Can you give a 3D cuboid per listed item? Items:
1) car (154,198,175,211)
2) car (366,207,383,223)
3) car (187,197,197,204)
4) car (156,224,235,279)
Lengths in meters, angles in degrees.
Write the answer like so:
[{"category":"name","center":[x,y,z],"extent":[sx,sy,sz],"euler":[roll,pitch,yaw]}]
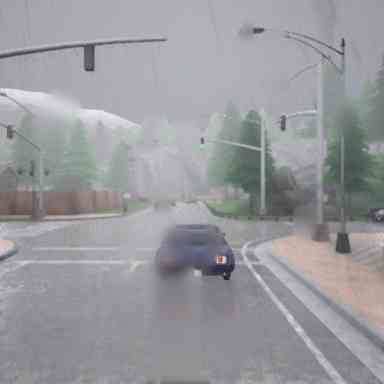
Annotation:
[{"category":"car","center":[-3.599,1.557,41.600],"extent":[2.033,1.411,5.357],"euler":[0,0,0]},{"category":"car","center":[14.828,1.373,23.522],"extent":[4.553,1.767,2.097],"euler":[0,0,-1]},{"category":"car","center":[-0.032,1.562,61.919],"extent":[2.033,1.411,5.357],"euler":[0,0,0]},{"category":"car","center":[0.083,1.603,9.969],"extent":[1.895,1.301,4.718],"euler":[0,0,0]}]
